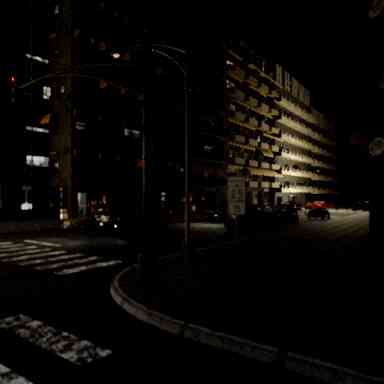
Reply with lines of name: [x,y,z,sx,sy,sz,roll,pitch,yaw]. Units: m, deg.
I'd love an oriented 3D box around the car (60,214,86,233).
car: [-6.247,1.822,21.980,1.752,1.417,4.829,-1,-2,35]

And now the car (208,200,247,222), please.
car: [3.704,1.760,31.689,2.150,2.045,5.566,0,-1,35]

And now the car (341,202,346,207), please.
car: [39.229,3.269,87.143,1.947,1.339,4.313,-1,-2,35]

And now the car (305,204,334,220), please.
car: [13.695,2.278,35.969,1.802,1.307,4.206,-1,-2,35]

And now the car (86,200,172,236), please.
car: [-3.582,1.530,21.252,2.150,2.045,5.566,0,-1,35]

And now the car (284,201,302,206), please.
car: [12.587,2.324,44.337,1.837,1.490,4.892,0,-2,35]

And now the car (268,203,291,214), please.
car: [13.199,2.434,49.847,1.752,1.417,4.829,-1,-2,35]

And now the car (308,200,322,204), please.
car: [23.022,2.758,63.920,1.887,1.381,4.507,-1,-2,35]

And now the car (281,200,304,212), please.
car: [16.538,2.328,54.636,2.192,1.841,5.009,-1,-2,35]

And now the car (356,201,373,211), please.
car: [33.141,2.615,63.842,2.192,1.841,5.009,-1,-2,35]

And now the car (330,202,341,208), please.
car: [32.745,3.054,77.853,1.887,1.381,4.507,-1,-2,35]

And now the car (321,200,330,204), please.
car: [26.261,2.628,68.569,2.192,1.841,5.009,-1,-2,35]

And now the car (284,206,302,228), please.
car: [7.213,2.037,26.681,1.887,1.381,4.507,-1,-2,35]

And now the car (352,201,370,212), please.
car: [29.899,2.515,59.197,2.192,1.841,5.009,-1,-2,35]

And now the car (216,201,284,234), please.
car: [3.971,1.705,22.043,2.192,1.841,5.009,-1,-2,35]
